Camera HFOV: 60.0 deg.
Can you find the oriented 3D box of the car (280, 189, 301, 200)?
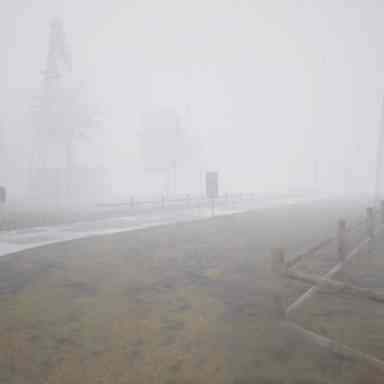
[{"bbox_3d":[14.663,0.299,49.404,1.882,1.535,5.008,-1,1,35],"label":"car"}]
